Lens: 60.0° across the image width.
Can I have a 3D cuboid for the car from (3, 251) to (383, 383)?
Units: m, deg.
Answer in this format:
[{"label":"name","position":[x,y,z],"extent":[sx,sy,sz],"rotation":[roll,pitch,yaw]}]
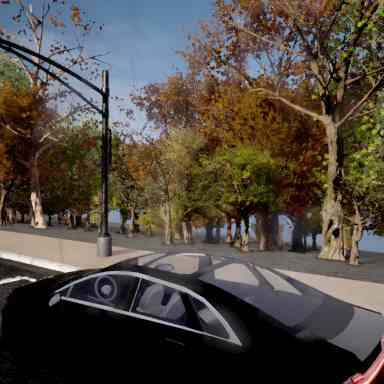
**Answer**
[{"label":"car","position":[-0.395,1.491,3.974],"extent":[4.902,1.511,2.128],"rotation":[0,0,36]}]
